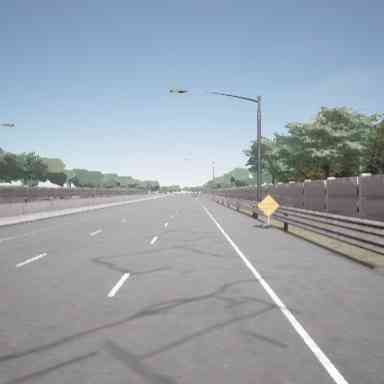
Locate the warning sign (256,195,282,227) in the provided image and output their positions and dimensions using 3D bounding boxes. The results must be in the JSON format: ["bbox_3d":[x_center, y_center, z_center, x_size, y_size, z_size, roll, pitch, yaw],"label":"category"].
[{"bbox_3d":[4.543,1.100,19.778,1.300,1.860,1.060,0,0,0],"label":"warning sign"}]
